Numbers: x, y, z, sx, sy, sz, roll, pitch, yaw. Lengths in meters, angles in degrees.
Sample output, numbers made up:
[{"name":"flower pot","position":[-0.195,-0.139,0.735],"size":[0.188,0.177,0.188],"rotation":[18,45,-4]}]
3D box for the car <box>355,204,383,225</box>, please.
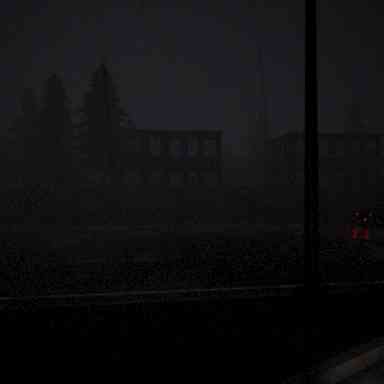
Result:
[{"name":"car","position":[13.244,1.444,21.525],"size":[4.718,1.301,1.895],"rotation":[0,0,-8]}]
